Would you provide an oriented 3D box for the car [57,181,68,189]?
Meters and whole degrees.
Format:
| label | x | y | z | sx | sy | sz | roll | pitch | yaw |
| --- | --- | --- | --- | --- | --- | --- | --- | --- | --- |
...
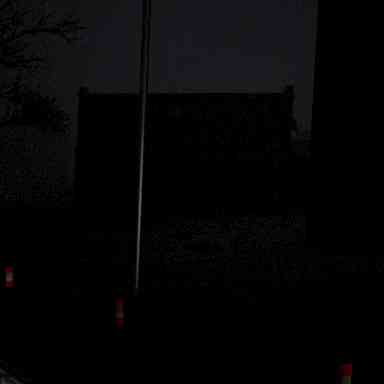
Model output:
| label | x | y | z | sx | sy | sz | roll | pitch | yaw |
| --- | --- | --- | --- | --- | --- | --- | --- | --- | --- |
| car | -27.695 | -1.495 | 65.423 | 5.008 | 1.535 | 2.097 | 3 | 3 | 20 |

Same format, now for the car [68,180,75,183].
| label | x | y | z | sx | sy | sz | roll | pitch | yaw |
| --- | --- | --- | --- | --- | --- | --- | --- | --- | --- |
| car | -26.738 | -1.525 | 68.007 | 4.674 | 1.452 | 2.002 | 3 | 3 | 20 |

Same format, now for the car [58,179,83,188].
| label | x | y | z | sx | sy | sz | roll | pitch | yaw |
| --- | --- | --- | --- | --- | --- | --- | --- | --- | --- |
| car | -25.753 | -1.760 | 70.577 | 4.553 | 1.767 | 2.185 | 3 | 3 | 20 |

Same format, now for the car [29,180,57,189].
| label | x | y | z | sx | sy | sz | roll | pitch | yaw |
| --- | --- | --- | --- | --- | --- | --- | --- | --- | --- |
| car | -28.608 | -1.551 | 62.813 | 4.553 | 1.767 | 2.185 | 3 | 3 | 20 |

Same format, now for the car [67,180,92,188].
| label | x | y | z | sx | sy | sz | roll | pitch | yaw |
| --- | --- | --- | --- | --- | --- | --- | --- | --- | --- |
| car | -24.840 | -1.710 | 73.187 | 4.892 | 1.521 | 2.231 | 3 | 3 | 20 |

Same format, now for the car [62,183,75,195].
| label | x | y | z | sx | sy | sz | roll | pitch | yaw |
| --- | --- | --- | --- | --- | --- | --- | --- | --- | --- |
| car | -16.818 | -0.271 | 49.250 | 1.994 | 1.385 | 4.181 | 3 | 2 | 17 |
